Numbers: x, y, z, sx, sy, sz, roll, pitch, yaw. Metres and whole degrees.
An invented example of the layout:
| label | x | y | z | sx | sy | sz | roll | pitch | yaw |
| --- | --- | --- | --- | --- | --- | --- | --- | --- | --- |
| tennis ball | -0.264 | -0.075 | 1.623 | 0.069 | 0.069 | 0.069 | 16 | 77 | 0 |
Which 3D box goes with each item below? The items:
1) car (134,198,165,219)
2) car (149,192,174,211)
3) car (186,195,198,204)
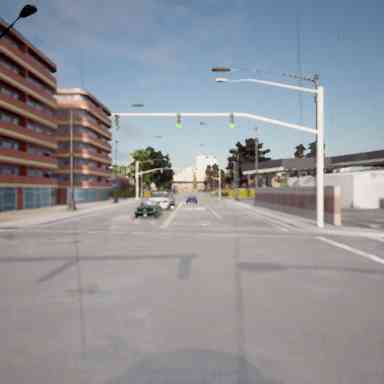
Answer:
| label | x | y | z | sx | sy | sz | roll | pitch | yaw |
| --- | --- | --- | --- | --- | --- | --- | --- | --- | --- |
| car | -3.606 | 1.455 | 27.794 | 1.895 | 1.301 | 4.718 | 0 | 0 | 0 |
| car | -3.601 | 1.009 | 37.814 | 2.150 | 2.045 | 5.566 | 0 | 0 | 0 |
| car | -0.012 | 1.189 | 55.325 | 1.812 | 1.442 | 4.674 | 0 | 0 | 0 |
